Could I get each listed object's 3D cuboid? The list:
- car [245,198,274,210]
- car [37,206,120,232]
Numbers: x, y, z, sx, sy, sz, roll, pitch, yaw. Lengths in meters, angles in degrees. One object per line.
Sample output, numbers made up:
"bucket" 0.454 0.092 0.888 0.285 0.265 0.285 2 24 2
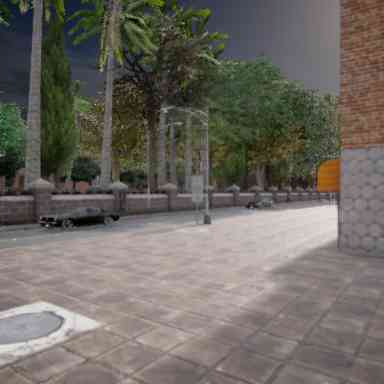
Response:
"car" 8.544 1.406 41.496 2.033 1.411 5.357 0 0 36
"car" -6.716 1.533 20.115 1.895 1.301 4.718 0 0 35
